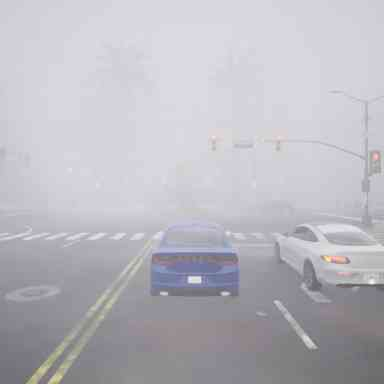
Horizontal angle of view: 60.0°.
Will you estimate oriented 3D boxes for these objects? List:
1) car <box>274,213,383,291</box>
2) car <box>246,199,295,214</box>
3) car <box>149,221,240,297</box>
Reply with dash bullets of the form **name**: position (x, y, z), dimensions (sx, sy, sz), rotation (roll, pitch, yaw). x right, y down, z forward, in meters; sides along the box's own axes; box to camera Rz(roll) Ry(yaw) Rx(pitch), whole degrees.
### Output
- **car**: position (3.563, 1.526, 8.901), dimensions (1.812, 1.442, 4.674), rotation (0, 0, 0)
- **car**: position (8.015, 1.507, 34.137), dimensions (4.892, 1.490, 1.837), rotation (1, 0, 0)
- **car**: position (0.062, 1.478, 8.650), dimensions (1.882, 1.535, 5.008), rotation (0, 0, 0)
